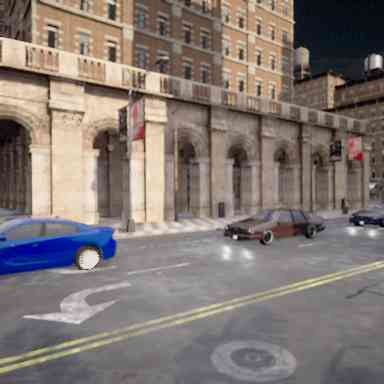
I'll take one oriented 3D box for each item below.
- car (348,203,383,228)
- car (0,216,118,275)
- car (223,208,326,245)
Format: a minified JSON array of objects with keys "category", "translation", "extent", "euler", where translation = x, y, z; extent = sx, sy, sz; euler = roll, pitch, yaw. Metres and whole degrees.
[{"category":"car","translation":[12.199,1.410,21.185],"extent":[5.357,1.411,2.033],"euler":[0,0,-35]},{"category":"car","translation":[-4.617,1.465,9.304],"extent":[5.008,1.535,1.882],"euler":[0,0,-35]},{"category":"car","translation":[3.973,1.471,15.371],"extent":[5.357,1.411,2.033],"euler":[0,0,-35]}]
